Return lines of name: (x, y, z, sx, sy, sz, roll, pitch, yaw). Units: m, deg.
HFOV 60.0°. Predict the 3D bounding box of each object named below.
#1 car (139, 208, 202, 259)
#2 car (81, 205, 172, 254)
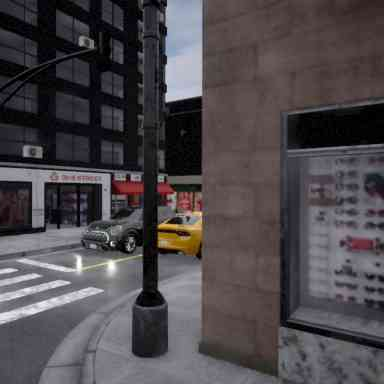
car: (0.465, 1.501, 12.860, 1.882, 1.535, 5.008, 0, 0, 33)
car: (-2.319, 1.366, 13.813, 2.097, 1.767, 4.553, 0, 0, 33)
